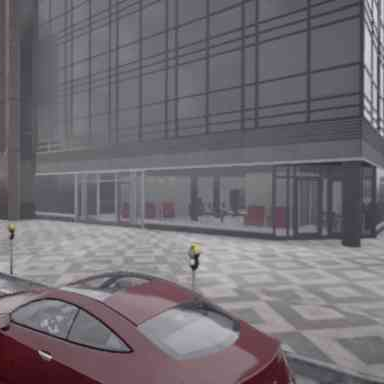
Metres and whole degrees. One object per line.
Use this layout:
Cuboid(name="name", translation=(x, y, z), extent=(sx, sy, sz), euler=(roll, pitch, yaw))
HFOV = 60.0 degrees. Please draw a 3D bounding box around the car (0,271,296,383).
Cuboid(name="car", translation=(-1.029, 1.579, 3.695), extent=(4.206, 1.307, 1.802), euler=(0, 0, 36))
